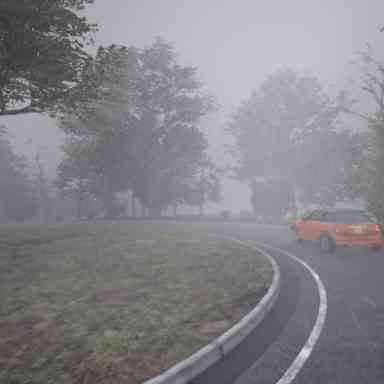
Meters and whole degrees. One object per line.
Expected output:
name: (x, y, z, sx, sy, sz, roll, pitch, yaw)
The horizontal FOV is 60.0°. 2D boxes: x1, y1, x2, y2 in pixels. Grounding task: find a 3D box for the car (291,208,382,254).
car: (5.973, 1.486, 14.407, 2.097, 1.767, 4.553, -1, -1, -5)
